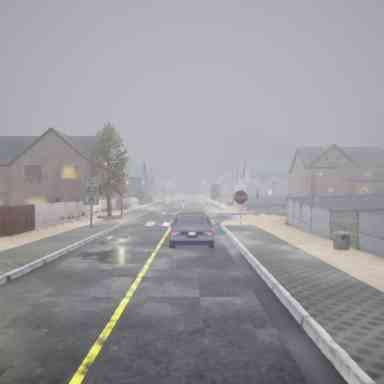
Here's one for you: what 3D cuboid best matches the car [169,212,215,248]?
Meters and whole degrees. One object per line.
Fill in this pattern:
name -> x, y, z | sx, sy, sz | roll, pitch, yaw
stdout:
car -> 0.000, 1.569, 14.653 | 2.033, 1.411, 5.357 | 0, 0, 0

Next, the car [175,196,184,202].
car -> -2.751, 1.539, 73.577 | 1.812, 1.442, 4.674 | 0, 0, 0
